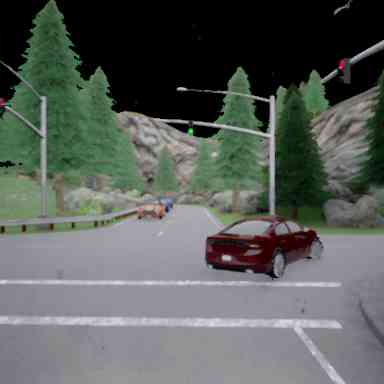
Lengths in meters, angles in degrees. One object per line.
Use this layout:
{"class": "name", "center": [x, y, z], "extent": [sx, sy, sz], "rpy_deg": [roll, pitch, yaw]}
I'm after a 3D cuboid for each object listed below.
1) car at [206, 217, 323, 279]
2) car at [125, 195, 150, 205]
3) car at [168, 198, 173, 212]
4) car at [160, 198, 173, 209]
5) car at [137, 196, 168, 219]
{"class": "car", "center": [2.407, 1.508, 10.376], "extent": [1.882, 1.535, 5.008], "rpy_deg": [-2, -1, 38]}
{"class": "car", "center": [-11.040, 1.586, 67.125], "extent": [4.553, 1.767, 2.097], "rpy_deg": [0, 0, 24]}
{"class": "car", "center": [-3.600, 1.614, 39.229], "extent": [1.882, 1.535, 5.008], "rpy_deg": [0, 0, 0]}
{"class": "car", "center": [-3.830, 1.649, 49.402], "extent": [1.882, 1.535, 5.008], "rpy_deg": [0, 0, -6]}
{"class": "car", "center": [-3.608, 1.457, 30.092], "extent": [2.097, 1.767, 4.553], "rpy_deg": [0, 0, 0]}
